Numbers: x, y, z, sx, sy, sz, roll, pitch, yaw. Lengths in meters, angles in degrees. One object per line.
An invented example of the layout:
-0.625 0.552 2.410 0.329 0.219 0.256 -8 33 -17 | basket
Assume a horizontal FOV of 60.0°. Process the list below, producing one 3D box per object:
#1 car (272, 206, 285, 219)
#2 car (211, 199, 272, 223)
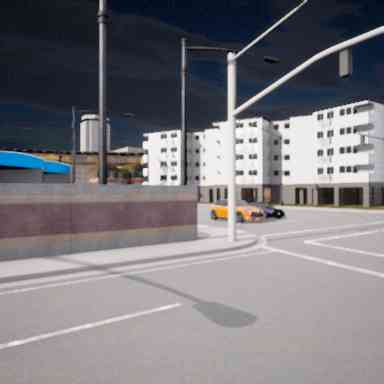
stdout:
5.720 1.537 27.931 1.994 1.385 4.181 0 0 -35 | car
3.397 1.331 25.172 2.097 1.767 4.553 0 0 -33 | car
